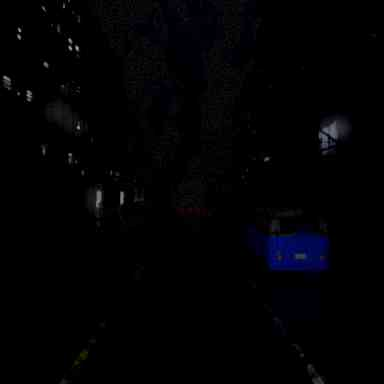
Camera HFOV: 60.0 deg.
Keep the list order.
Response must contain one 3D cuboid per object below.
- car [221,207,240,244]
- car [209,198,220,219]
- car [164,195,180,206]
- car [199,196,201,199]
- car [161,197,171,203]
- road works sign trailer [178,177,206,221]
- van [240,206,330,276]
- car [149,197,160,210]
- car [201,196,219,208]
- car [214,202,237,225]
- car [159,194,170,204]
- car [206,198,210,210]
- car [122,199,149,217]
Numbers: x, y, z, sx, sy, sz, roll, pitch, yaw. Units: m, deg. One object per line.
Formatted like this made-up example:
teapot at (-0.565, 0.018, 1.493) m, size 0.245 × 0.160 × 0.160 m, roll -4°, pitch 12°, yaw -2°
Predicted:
car at (2.692, 1.601, 15.739) m, size 1.947 × 1.339 × 4.313 m, roll 0°, pitch 0°, yaw 0°
car at (2.693, 1.498, 27.013) m, size 1.967 × 1.590 × 4.097 m, roll 0°, pitch 0°, yaw 0°
car at (-3.052, 1.660, 57.127) m, size 2.033 × 1.411 × 5.357 m, roll 0°, pitch 0°, yaw 1°
car at (2.695, 1.700, 94.819) m, size 1.752 × 1.417 × 4.829 m, roll 0°, pitch 0°, yaw 0°
car at (-5.687, 1.720, 72.108) m, size 1.802 × 1.307 × 4.206 m, roll 0°, pitch 0°, yaw 0°
road works sign trailer at (0.001, 0.524, 28.147) m, size 2.380 × 3.560 × 2.880 m, roll 0°, pitch 0°, yaw 0°
van at (2.693, 1.364, 10.103) m, size 1.690 × 1.788 × 3.998 m, roll 0°, pitch 0°, yaw 0°
car at (-5.688, 1.614, 43.755) m, size 1.752 × 1.417 × 4.829 m, roll 0°, pitch 0°, yaw 0°
car at (2.694, 1.405, 43.922) m, size 2.192 × 1.841 × 5.009 m, roll 0°, pitch 0°, yaw 0°
car at (2.692, 1.591, 21.376) m, size 1.887 × 1.381 × 4.507 m, roll 0°, pitch 0°, yaw 0°
car at (-5.687, 1.559, 60.835) m, size 1.967 × 1.590 × 4.097 m, roll 0°, pitch 0°, yaw 0°
car at (2.693, 1.620, 32.648) m, size 2.008 × 1.369 × 4.403 m, roll 0°, pitch 0°, yaw 0°
car at (-5.688, 1.634, 32.651) m, size 1.947 × 1.339 × 4.313 m, roll 0°, pitch 0°, yaw 0°
